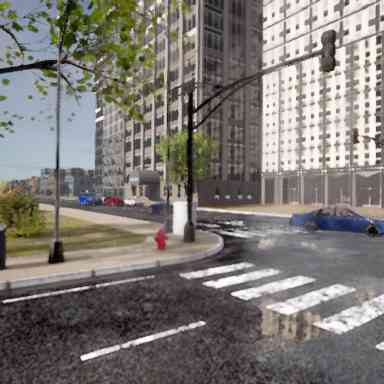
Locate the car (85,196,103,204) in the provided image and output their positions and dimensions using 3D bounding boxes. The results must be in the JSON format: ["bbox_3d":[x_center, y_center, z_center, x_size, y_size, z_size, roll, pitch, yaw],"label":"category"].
[{"bbox_3d":[-17.709,1.478,60.128,1.994,1.385,4.181,1,0,-34],"label":"car"}]

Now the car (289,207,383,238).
[{"bbox_3d":[7.907,1.503,17.504,5.357,1.411,2.033,0,0,42],"label":"car"}]

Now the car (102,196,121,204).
[{"bbox_3d":[-15.009,1.483,61.937,1.812,1.442,4.674,1,0,-34],"label":"car"}]

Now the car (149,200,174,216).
[{"bbox_3d":[-2.376,1.483,31.221,1.994,1.385,4.181,1,0,-34],"label":"car"}]

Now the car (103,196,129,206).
[{"bbox_3d":[-11.954,1.457,51.582,1.812,1.442,4.674,1,0,-33],"label":"car"}]

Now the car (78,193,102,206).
[{"bbox_3d":[-16.202,1.108,51.995,2.150,2.045,5.566,1,-1,-33],"label":"car"}]

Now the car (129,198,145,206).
[{"bbox_3d":[-9.460,1.574,53.651,1.895,1.301,4.718,1,0,-34],"label":"car"}]
